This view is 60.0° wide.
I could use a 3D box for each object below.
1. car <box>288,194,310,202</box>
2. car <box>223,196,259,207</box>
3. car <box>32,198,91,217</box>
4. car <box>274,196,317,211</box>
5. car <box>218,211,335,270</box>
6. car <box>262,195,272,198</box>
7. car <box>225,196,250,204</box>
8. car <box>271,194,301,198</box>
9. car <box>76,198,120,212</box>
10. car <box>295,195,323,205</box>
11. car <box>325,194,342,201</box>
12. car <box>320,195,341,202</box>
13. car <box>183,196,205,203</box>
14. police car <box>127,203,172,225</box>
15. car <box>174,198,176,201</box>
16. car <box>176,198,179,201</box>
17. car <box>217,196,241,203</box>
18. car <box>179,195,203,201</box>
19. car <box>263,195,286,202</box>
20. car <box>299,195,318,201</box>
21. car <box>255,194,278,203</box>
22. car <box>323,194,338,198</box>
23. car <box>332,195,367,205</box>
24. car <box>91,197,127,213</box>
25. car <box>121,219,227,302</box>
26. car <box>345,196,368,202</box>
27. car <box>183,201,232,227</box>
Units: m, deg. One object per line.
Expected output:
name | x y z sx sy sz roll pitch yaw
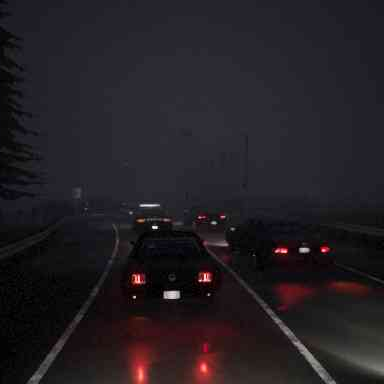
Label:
car | 24.278 1.355 75.501 4.553 1.767 2.097 0 0 -21
car | 7.069 1.492 50.182 4.902 1.511 2.128 0 0 -21
car | -12.453 1.512 31.627 4.892 1.490 1.837 0 0 -21
car | 12.802 1.564 41.119 4.181 1.385 1.994 0 0 -21
car | 2.542 1.547 11.065 2.033 1.411 5.357 0 0 -8
car | 17.804 1.540 69.278 5.357 1.411 2.033 0 0 -21
car | 8.974 1.525 66.013 4.674 1.442 1.812 0 0 -20
car | 18.669 1.525 65.886 4.674 1.442 1.812 0 0 -20
car | -11.219 1.511 39.569 4.892 1.490 1.837 0 0 -21
car | 16.395 1.547 49.948 5.357 1.411 2.033 0 0 -21
car | 37.004 1.325 86.797 4.553 1.767 2.097 0 0 -35
car | 33.397 1.525 80.048 4.902 1.511 2.128 0 0 -31
car | 0.331 1.552 70.190 4.181 1.385 1.994 0 0 -21
police car | -2.267 1.425 17.776 1.930 1.638 5.238 0 0 -13
car | -1.583 1.491 65.810 4.902 1.511 2.128 0 0 -20
car | -0.060 1.352 62.669 4.553 1.767 2.097 0 0 -22
car | 7.797 1.524 69.257 4.674 1.442 1.812 0 0 -21
car | 0.497 1.564 59.139 4.181 1.385 1.994 0 0 -21
car | 19.140 1.500 77.259 4.892 1.490 1.837 0 0 -21
car | 28.406 1.552 81.251 4.181 1.385 1.994 0 0 -27
car | 16.221 1.355 72.422 4.553 1.767 2.097 0 0 -21
car | 27.118 1.478 69.089 5.008 1.535 1.882 0 0 -21
car | 23.471 1.525 48.865 4.674 1.442 1.812 0 0 -21
car | -9.377 1.358 36.523 4.553 1.767 2.097 0 0 -21
car | -0.601 1.601 8.312 1.895 1.301 4.718 0 0 -6
car | 36.425 1.540 73.694 5.357 1.411 2.033 0 0 -31
car | 0.678 1.526 20.467 1.812 1.442 4.674 0 0 -13
